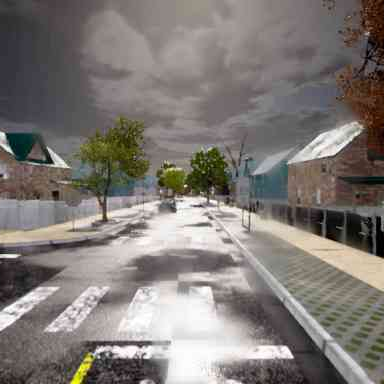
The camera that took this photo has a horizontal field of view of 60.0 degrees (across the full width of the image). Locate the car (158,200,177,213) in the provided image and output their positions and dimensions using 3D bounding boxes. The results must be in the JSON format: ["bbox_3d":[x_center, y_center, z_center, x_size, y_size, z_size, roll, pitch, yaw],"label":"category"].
[{"bbox_3d":[-2.739,1.623,38.069,1.895,1.301,4.718,0,0,0],"label":"car"}]
